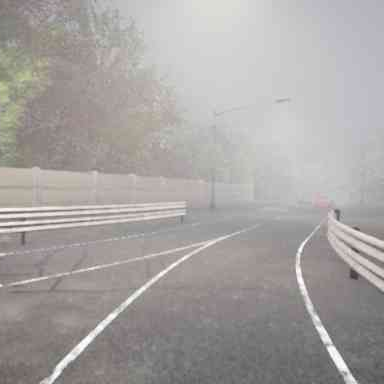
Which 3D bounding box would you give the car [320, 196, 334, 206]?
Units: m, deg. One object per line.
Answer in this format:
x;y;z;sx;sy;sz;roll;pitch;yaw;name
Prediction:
23.393;1.497;57.563;1.882;1.535;5.008;1;1;25;car

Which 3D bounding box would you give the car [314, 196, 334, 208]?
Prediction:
19.320;1.369;48.968;2.097;1.767;4.553;2;1;25;car

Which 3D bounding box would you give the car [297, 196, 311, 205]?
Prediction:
19.106;1.429;56.740;1.837;1.490;4.892;2;2;26;car
